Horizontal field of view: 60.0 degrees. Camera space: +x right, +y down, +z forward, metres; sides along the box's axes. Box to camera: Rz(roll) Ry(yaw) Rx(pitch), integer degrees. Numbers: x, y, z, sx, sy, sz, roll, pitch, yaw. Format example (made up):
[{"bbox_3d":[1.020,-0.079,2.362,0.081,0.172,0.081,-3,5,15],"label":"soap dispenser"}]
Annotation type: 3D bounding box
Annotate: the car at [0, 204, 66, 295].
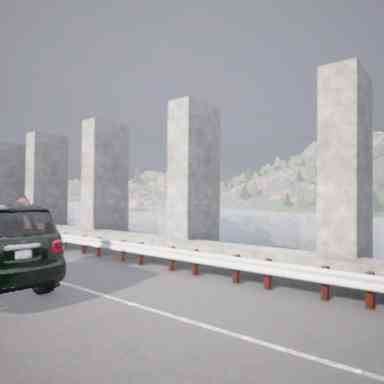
[{"bbox_3d":[-5.208,1.313,8.008,5.566,2.045,2.150,-1,-2,41],"label":"car"}]
